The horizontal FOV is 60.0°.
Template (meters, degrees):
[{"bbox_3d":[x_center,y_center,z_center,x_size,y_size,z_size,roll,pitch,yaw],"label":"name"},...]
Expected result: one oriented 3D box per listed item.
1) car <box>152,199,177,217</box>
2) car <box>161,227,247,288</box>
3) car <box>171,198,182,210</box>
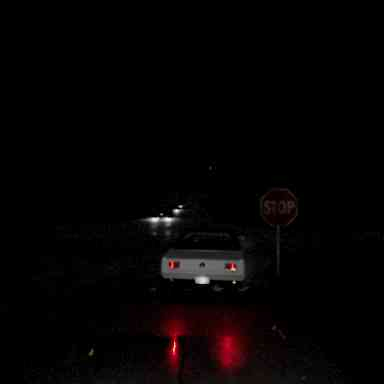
[{"bbox_3d":[-2.808,1.653,32.651,2.033,1.411,5.357,0,0,-1],"label":"car"},{"bbox_3d":[0.538,1.623,9.373,1.895,1.301,4.718,0,0,8],"label":"car"},{"bbox_3d":[-2.836,1.696,47.255,1.837,1.490,4.892,0,-1,0],"label":"car"}]
